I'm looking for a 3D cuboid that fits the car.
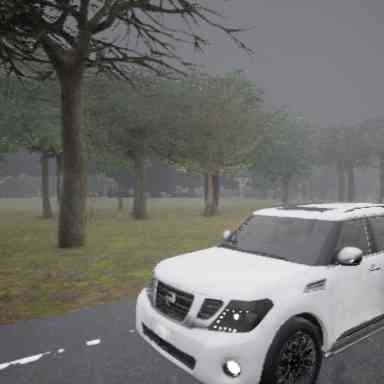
[{"bbox_3d":[1.923,1.231,5.356,5.566,2.045,2.150,0,0,-35],"label":"car"}]
